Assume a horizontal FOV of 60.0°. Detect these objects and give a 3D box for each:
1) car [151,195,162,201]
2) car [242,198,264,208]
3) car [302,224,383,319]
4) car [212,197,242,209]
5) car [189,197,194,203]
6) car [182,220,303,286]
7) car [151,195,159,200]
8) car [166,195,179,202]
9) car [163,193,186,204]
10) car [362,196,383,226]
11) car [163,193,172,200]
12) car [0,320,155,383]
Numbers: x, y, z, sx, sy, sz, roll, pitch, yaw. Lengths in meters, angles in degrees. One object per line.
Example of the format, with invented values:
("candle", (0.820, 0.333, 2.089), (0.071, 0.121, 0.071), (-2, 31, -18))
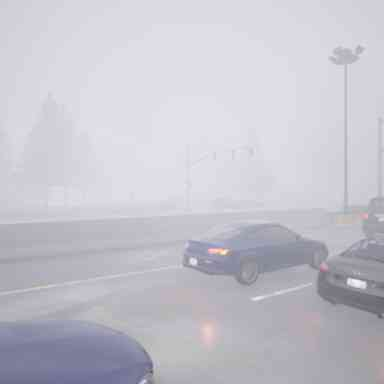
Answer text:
("car", (-7.991, 1.568, 75.813), (1.895, 1.301, 4.718), (0, 0, -14))
("car", (8.400, 1.544, 48.047), (1.994, 1.385, 4.181), (0, 0, -35))
("car", (4.499, 1.558, 6.952), (4.181, 1.385, 1.994), (0, 0, -35))
("car", (4.447, 1.486, 45.919), (1.837, 1.490, 4.892), (0, 0, -23))
("car", (-1.414, 1.521, 66.398), (2.033, 1.411, 5.357), (0, 0, -21))
("car", (1.913, 1.521, 9.407), (4.674, 1.442, 1.812), (0, 0, -35))
("car", (-10.161, 1.487, 91.251), (2.033, 1.411, 5.357), (0, 0, -3))
("car", (-4.494, 1.449, 76.190), (1.882, 1.535, 5.008), (0, 0, -14))
("car", (-3.017, 1.197, 61.084), (2.150, 2.045, 5.566), (0, 0, -23))
("car", (9.987, 1.210, 15.162), (5.566, 2.045, 2.150), (0, 0, -35))
("car", (-6.655, 1.181, 91.027), (2.150, 2.045, 5.566), (0, 0, -3))
("car", (-2.419, 1.526, 1.986), (4.674, 1.442, 1.812), (0, 0, -36))
